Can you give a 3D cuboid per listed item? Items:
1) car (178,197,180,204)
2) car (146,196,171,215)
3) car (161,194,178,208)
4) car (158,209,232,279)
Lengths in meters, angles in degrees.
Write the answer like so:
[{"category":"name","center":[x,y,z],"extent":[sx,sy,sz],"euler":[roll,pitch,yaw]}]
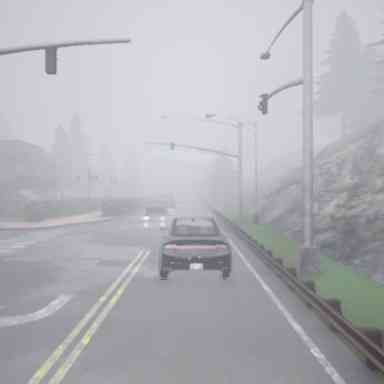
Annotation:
[{"category":"car","center":[-3.503,1.415,66.089],"extent":[2.097,1.767,4.553],"euler":[0,0,0]},{"category":"car","center":[-3.595,1.510,34.345],"extent":[1.882,1.535,5.008],"euler":[0,0,0]},{"category":"car","center":[-3.581,1.263,47.850],"extent":[2.150,2.045,5.566],"euler":[0,0,0]},{"category":"car","center":[0.027,1.501,10.070],"extent":[2.128,1.511,4.902],"euler":[0,0,-2]}]
